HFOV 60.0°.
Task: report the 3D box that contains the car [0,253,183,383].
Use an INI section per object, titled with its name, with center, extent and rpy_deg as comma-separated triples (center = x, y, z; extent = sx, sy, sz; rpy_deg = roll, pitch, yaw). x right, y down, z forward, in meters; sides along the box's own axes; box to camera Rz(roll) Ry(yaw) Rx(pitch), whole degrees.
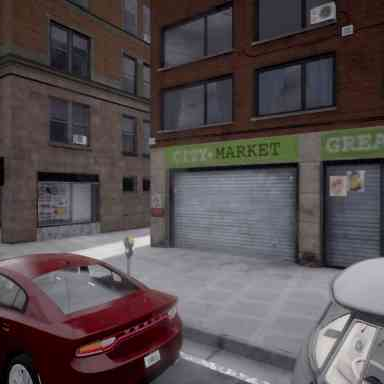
[car]
center = -2.214, 1.544, 4.653
extent = 4.507, 1.381, 1.887
rpy_deg = 0, 0, 35

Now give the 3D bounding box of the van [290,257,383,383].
[van]
center = 2.395, 1.341, 1.367
extent = 3.998, 1.788, 1.690
rpy_deg = 0, 0, 35
